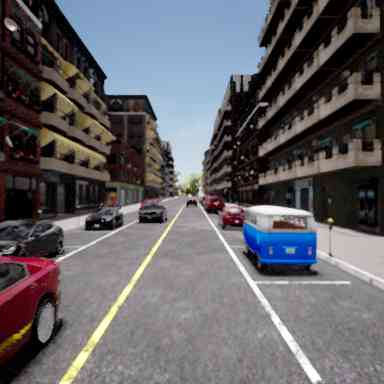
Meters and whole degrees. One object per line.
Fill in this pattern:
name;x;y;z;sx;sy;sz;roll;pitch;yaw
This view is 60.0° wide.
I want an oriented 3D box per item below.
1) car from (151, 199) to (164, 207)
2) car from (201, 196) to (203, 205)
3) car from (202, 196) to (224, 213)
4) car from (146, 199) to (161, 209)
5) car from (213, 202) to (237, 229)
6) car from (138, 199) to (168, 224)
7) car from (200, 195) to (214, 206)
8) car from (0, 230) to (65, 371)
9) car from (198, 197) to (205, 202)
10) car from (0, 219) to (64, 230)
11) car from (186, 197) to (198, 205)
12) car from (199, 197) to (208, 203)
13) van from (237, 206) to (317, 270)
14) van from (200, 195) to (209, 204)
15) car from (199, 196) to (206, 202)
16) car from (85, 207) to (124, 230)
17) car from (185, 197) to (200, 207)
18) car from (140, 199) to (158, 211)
car;-5.692;1.828;55.575;1.802;1.307;4.206;1;0;0
car;2.694;1.511;44.395;2.192;1.841;5.009;1;0;0
car;2.695;1.486;38.825;2.192;1.841;5.009;1;0;0
car;-5.691;1.803;50.003;1.802;1.307;4.206;1;0;0
car;2.696;1.642;22.110;1.887;1.381;4.507;1;0;0
car;-3.029;1.594;26.480;1.882;1.535;5.008;0;-1;1
car;2.691;1.586;61.109;2.192;1.841;5.009;1;0;0
car;-3.087;1.494;3.485;1.882;1.535;5.008;0;0;0
car;2.680;2.003;94.535;1.802;1.307;4.206;1;0;0
car;-5.682;1.615;11.007;1.947;1.339;4.313;1;0;0
car;-0.015;1.778;65.794;2.128;1.511;4.902;0;0;0
car;2.684;1.896;77.821;2.008;1.369;4.403;1;0;0
van;2.701;1.390;10.971;1.690;1.788;3.998;1;0;0
van;2.688;1.662;72.251;1.690;1.788;3.998;1;0;0
car;2.682;1.922;89.133;1.752;1.417;4.829;1;0;0
car;-5.685;1.664;22.148;1.947;1.339;4.313;1;0;0
car;-0.012;1.751;55.652;1.837;1.490;4.892;0;0;0
car;-5.689;1.741;44.433;1.887;1.381;4.507;1;0;0
